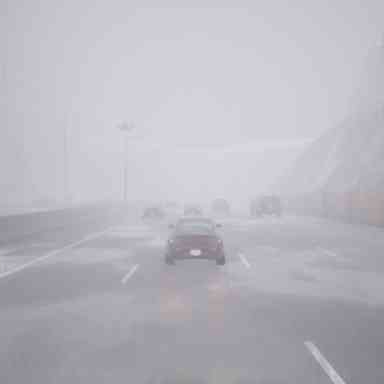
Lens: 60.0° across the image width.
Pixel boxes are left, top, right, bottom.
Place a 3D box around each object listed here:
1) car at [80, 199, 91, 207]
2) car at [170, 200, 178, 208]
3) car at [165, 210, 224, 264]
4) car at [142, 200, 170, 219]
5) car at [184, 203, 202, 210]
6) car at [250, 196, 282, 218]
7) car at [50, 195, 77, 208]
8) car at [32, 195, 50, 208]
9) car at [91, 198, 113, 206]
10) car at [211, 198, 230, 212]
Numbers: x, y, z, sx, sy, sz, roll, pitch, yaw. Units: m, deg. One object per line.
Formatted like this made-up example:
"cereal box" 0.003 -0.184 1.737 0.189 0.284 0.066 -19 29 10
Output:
"car" -17.501 1.894 56.613 1.994 1.385 4.181 0 0 1
"car" -3.370 1.924 55.860 1.895 1.301 4.718 0 0 0
"car" 0.108 1.595 11.962 1.812 1.442 4.674 0 0 0
"car" -3.384 1.704 30.731 1.812 1.442 4.674 0 0 0
"car" 0.119 1.808 35.794 1.895 1.301 4.718 0 0 0
"car" 7.117 1.408 32.502 2.150 2.045 5.566 0 0 0
"car" -20.999 1.550 55.463 2.150 2.045 5.566 0 0 1
"car" -24.495 1.551 55.407 2.150 2.045 5.566 0 0 1
"car" -14.018 1.787 53.137 1.882 1.535 5.008 0 0 1
"car" 3.623 1.600 43.103 2.097 1.767 4.553 0 0 0
